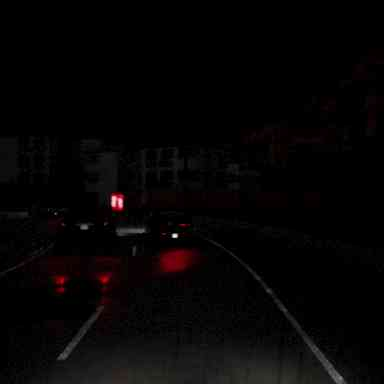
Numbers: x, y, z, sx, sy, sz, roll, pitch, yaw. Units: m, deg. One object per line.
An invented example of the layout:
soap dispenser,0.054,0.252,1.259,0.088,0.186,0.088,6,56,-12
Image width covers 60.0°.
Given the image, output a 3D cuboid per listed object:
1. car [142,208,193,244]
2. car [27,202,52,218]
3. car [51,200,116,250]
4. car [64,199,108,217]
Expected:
car,-1.215,1.513,15.989,1.837,1.490,4.892,0,0,-12
car,-13.557,1.613,30.769,4.718,1.301,1.895,0,0,45
car,-4.465,1.358,14.604,2.097,1.767,4.553,0,0,-11
car,-10.375,1.504,32.375,2.128,1.511,4.902,0,0,-43
